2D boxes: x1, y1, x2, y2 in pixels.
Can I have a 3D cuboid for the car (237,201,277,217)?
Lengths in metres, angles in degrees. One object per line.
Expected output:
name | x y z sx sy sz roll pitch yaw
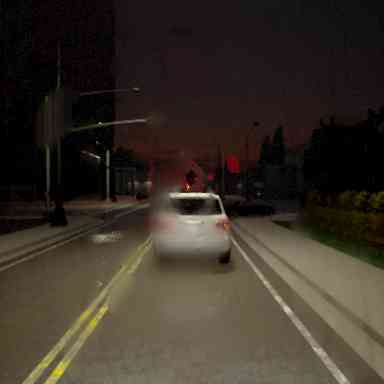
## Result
car | 4.038 1.302 25.415 4.718 1.301 1.895 0 1 -20

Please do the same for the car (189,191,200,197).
car | 0.737 0.466 84.961 1.882 1.535 5.008 0 1 12

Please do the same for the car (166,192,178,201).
car | -3.546 0.818 60.200 1.812 1.442 4.674 0 1 1

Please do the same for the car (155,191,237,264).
car | 0.046 1.077 11.450 2.150 2.045 5.566 0 0 1
